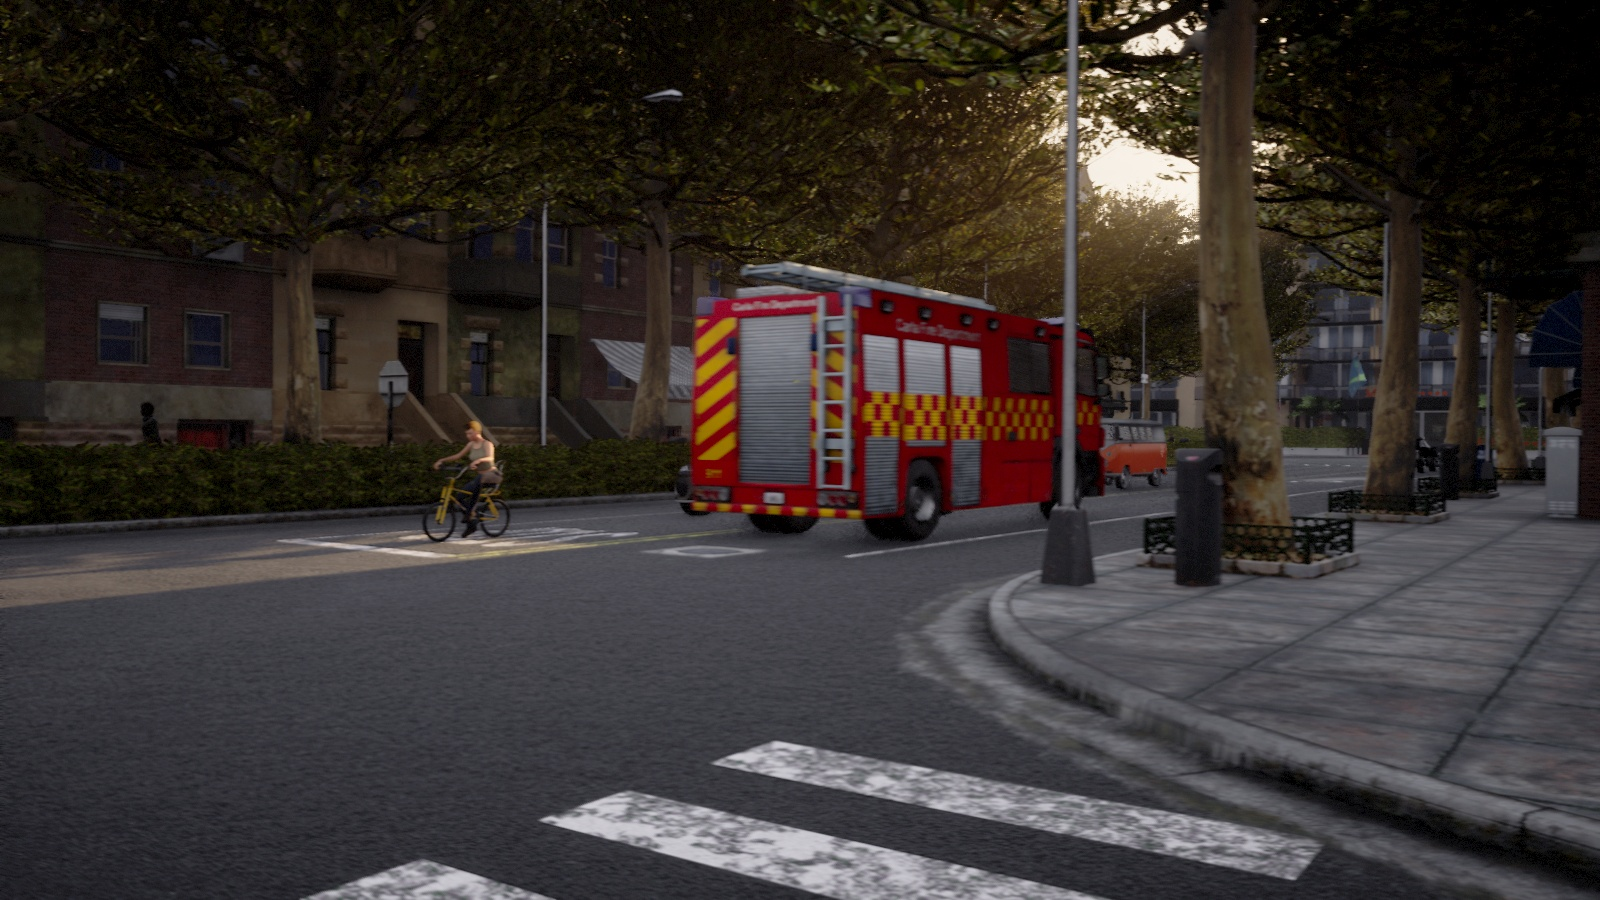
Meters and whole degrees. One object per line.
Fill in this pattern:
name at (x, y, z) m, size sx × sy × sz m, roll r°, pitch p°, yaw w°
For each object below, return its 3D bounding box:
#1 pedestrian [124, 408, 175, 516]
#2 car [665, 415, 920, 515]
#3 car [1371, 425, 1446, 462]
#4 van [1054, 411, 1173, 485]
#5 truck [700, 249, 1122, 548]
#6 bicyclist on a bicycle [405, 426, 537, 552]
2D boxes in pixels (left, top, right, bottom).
pedestrian at (-11.932, 0.211, 23.039) m, size 0.395 × 1.930 × 0.692 m, roll 0°, pitch 1°, yaw 38°
car at (0.006, 0.204, 23.239) m, size 2.152 × 1.651 × 5.027 m, roll 0°, pitch 1°, yaw 35°
car at (26.313, -0.302, 54.196) m, size 2.128 × 1.511 × 4.902 m, roll 0°, pitch 1°, yaw 35°
van at (9.034, -0.083, 35.935) m, size 1.775 × 1.987 × 4.442 m, roll 0°, pitch 1°, yaw 35°
truck at (2.237, -0.724, 20.339) m, size 2.891 × 3.827 × 8.468 m, roll 0°, pitch 1°, yaw 35°
bicyclist on a bicycle at (-4.437, 0.491, 16.997) m, size 0.866 × 1.612 × 1.509 m, roll 0°, pitch 1°, yaw 35°
